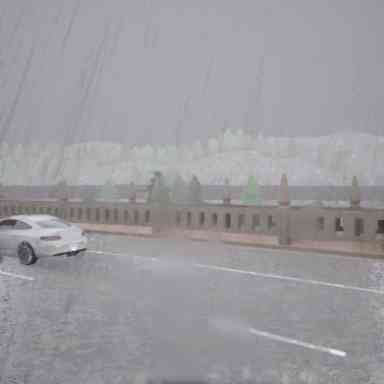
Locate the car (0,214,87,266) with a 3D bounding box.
[{"bbox_3d":[-5.626,1.487,11.302,4.674,1.442,1.812,0,0,29],"label":"car"}]
